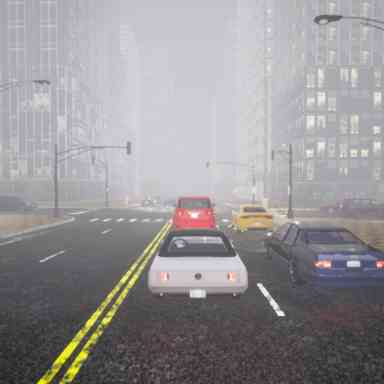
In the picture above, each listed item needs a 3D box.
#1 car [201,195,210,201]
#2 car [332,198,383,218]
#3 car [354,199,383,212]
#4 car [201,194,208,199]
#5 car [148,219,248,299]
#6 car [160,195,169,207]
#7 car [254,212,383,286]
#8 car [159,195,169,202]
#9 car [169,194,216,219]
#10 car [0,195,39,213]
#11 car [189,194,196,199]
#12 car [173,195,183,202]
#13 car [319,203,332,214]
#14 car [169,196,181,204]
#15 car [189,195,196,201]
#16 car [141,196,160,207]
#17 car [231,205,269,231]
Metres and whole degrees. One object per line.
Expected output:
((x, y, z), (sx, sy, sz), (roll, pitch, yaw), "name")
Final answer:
((3.332, 1.431, 81.619), (2.033, 1.411, 5.357), (0, 0, 0), "car")
((16.232, 1.508, 30.817), (5.009, 1.841, 2.192), (1, 0, 1), "car")
((21.849, 1.629, 39.098), (4.829, 1.417, 1.752), (1, 0, 1), "car")
((3.342, 1.236, 92.036), (1.812, 1.442, 4.674), (0, 0, 0), "car")
((0.110, 1.595, 8.384), (1.895, 1.301, 4.718), (0, 0, 0), "car")
((-3.288, 1.512, 51.233), (1.994, 1.385, 4.181), (0, 0, 0), "car")
((3.365, 1.540, 9.412), (2.033, 1.411, 5.357), (0, 0, 0), "car")
((-6.425, 1.462, 76.011), (1.994, 1.385, 4.181), (0, 0, 0), "car")
((0.118, 1.206, 18.143), (2.150, 2.045, 5.566), (0, 0, 0), "car")
((-18.181, 1.196, 33.999), (4.553, 1.767, 2.097), (1, 1, 1), "car")
((0.092, 1.236, 92.040), (1.812, 1.442, 4.674), (0, 0, 0), "car")
((-3.173, 1.433, 77.310), (2.128, 1.511, 4.902), (0, 0, 0), "car")
((16.557, 1.578, 36.596), (5.008, 1.535, 1.882), (1, 1, 1), "car")
((-3.241, 1.531, 63.392), (1.895, 1.301, 4.718), (0, 0, 0), "car")
((0.082, 1.416, 82.038), (1.812, 1.442, 4.674), (0, 0, 0), "car")
((-6.544, 1.440, 50.799), (2.128, 1.511, 4.902), (0, 0, 0), "car")
((3.373, 1.462, 19.230), (1.882, 1.535, 5.008), (0, 0, 1), "car")
